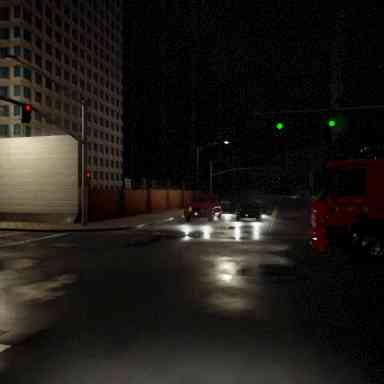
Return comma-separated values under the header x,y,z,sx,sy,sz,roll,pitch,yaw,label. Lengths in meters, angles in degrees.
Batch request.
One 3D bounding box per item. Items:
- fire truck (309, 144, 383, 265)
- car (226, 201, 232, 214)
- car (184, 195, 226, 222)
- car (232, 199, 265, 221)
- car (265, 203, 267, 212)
x,y,z,sx,sy,sz,roll,pitch,yaw,label
8.389,0.380,10.913,8.468,3.827,2.891,0,0,15,fire truck
3.561,1.640,36.613,1.994,1.385,4.181,0,0,15,car
1.057,1.283,27.436,2.150,2.045,5.566,0,0,16,car
4.886,1.574,28.167,1.837,1.490,4.892,0,0,15,car
7.365,1.575,37.233,2.128,1.511,4.902,0,0,15,car
